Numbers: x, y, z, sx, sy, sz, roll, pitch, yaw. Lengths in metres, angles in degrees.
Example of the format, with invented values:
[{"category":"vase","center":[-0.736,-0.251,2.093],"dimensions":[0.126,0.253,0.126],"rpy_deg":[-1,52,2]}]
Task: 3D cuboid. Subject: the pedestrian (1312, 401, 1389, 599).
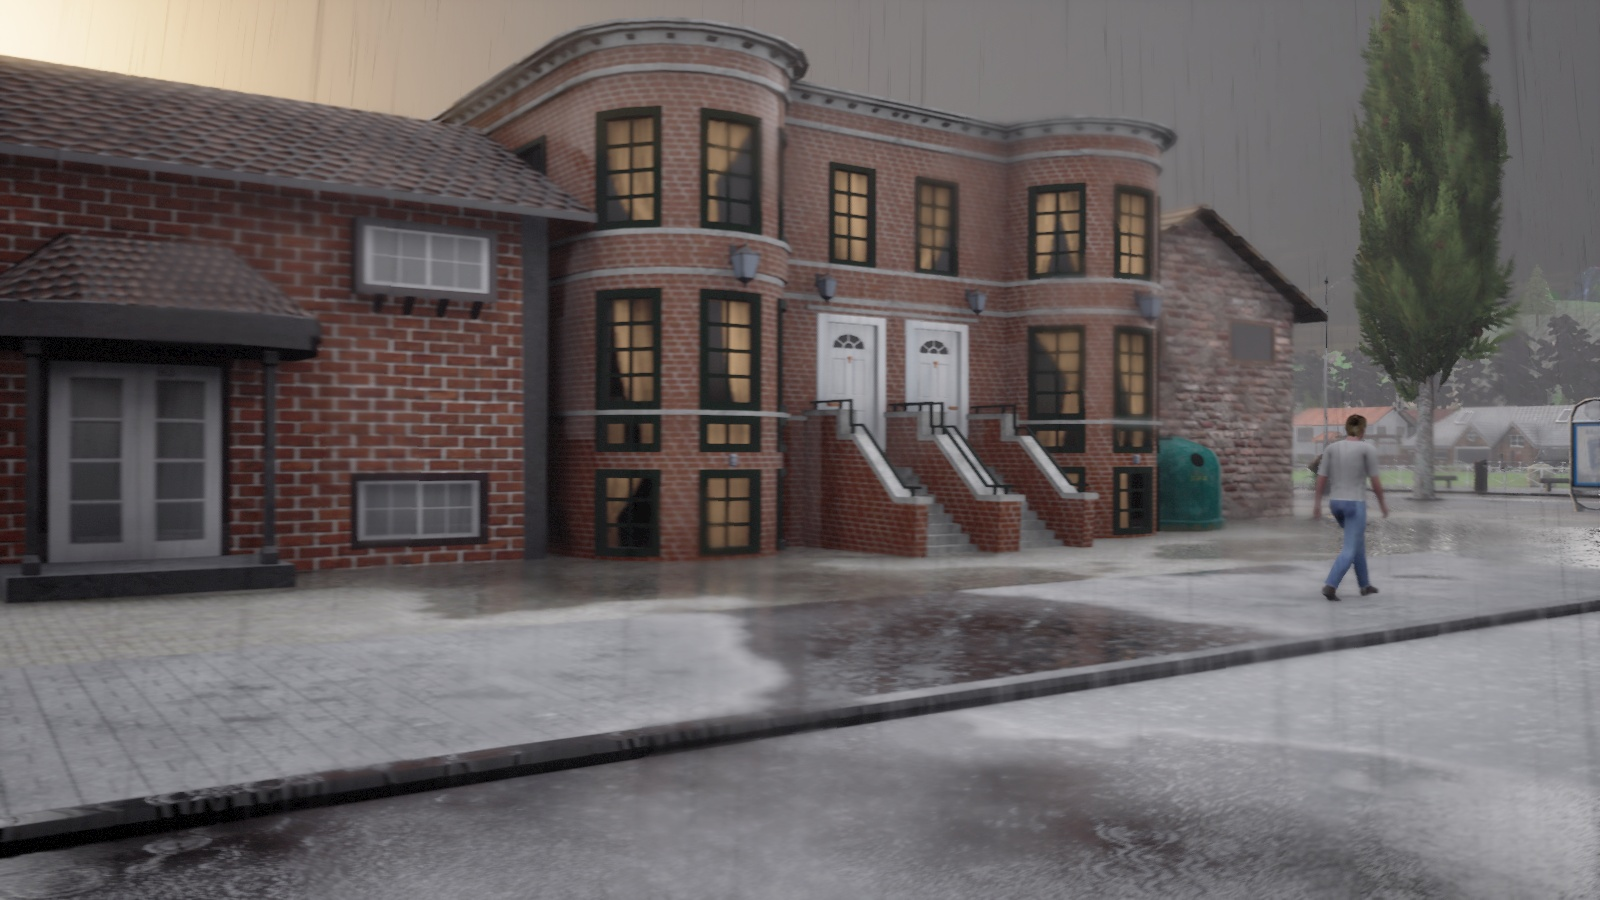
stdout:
[{"category":"pedestrian","center":[5.279,0.466,12.034],"dimensions":[0.706,1.836,0.354],"rpy_deg":[0,0,-34]}]
